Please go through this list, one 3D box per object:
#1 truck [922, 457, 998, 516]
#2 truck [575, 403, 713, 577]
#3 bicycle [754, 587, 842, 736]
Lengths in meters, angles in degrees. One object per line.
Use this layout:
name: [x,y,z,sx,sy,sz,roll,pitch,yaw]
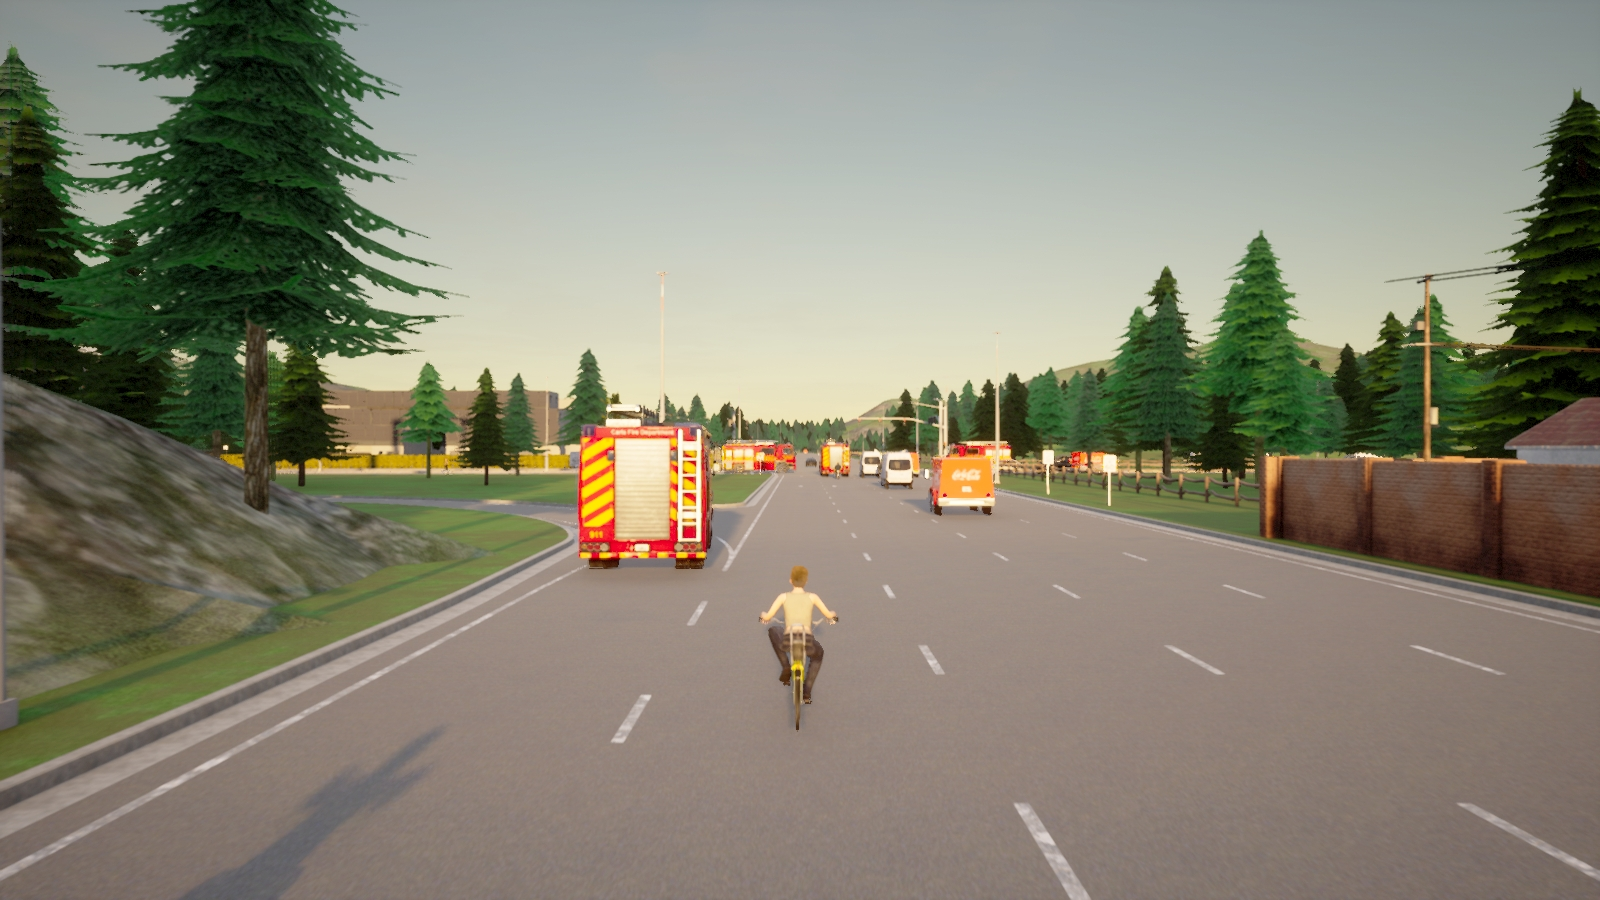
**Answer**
truck: [7.003,1.540,50.554,2.627,2.467,5.204,0,0,0]
truck: [-3.766,0.874,29.493,2.891,3.827,8.468,0,0,-3]
bicycle: [-0.017,2.151,11.869,0.859,1.276,1.487,0,0,0]
